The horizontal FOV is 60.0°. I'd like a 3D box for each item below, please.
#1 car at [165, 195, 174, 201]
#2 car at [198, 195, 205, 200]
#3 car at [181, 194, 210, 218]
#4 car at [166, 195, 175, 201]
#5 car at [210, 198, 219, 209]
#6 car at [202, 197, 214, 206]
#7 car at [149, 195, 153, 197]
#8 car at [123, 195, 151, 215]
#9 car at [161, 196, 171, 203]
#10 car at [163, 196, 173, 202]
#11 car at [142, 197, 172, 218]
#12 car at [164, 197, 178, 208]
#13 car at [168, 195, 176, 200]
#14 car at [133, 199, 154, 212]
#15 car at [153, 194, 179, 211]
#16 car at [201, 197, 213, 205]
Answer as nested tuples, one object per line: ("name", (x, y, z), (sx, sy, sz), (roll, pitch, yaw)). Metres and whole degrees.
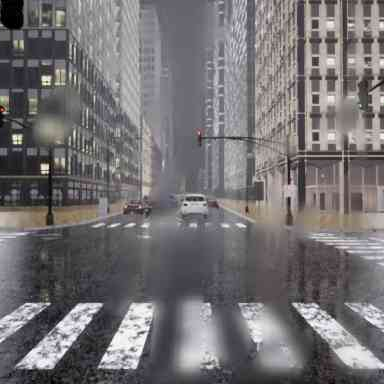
("car", (-5.698, 1.577, 83.885), (1.887, 1.381, 4.507), (1, 0, 0))
("car", (2.679, 1.583, 95.119), (1.887, 1.381, 4.507), (1, 0, 0))
("car", (0.185, 1.234, 30.203), (2.150, 2.045, 5.566), (0, 0, -1))
("car", (-5.699, 1.586, 89.460), (2.008, 1.369, 4.403), (1, 0, 0))
("car", (2.691, 1.599, 44.923), (1.802, 1.307, 4.206), (1, 0, 0))
("car", (2.690, 1.547, 56.249), (1.752, 1.417, 4.829), (1, 0, 0))
("car", (-5.683, 1.332, 44.859), (2.192, 1.841, 5.009), (1, 0, 0))
("car", (-5.683, 1.453, 33.709), (1.967, 1.590, 4.097), (1, 0, 0))
("car", (-5.695, 1.573, 72.735), (1.887, 1.381, 4.507), (1, 0, 0))
("car", (-5.696, 1.581, 78.310), (2.008, 1.369, 4.403), (1, 0, 0))
("car", (-3.108, 1.516, 30.391), (1.837, 1.490, 4.892), (0, 0, 0))
("car", (-3.101, 1.524, 50.827), (1.837, 1.490, 4.892), (0, 0, 0))
("car", (-5.701, 1.604, 95.036), (1.947, 1.339, 4.313), (1, 0, 0))
("car", (-5.687, 1.597, 39.284), (1.802, 1.307, 4.206), (1, 0, 0))
("car", (-3.105, 1.237, 40.418), (2.150, 2.045, 5.566), (0, 0, 0))
("car", (2.688, 1.589, 61.656), (1.947, 1.339, 4.313), (1, 0, 0))
